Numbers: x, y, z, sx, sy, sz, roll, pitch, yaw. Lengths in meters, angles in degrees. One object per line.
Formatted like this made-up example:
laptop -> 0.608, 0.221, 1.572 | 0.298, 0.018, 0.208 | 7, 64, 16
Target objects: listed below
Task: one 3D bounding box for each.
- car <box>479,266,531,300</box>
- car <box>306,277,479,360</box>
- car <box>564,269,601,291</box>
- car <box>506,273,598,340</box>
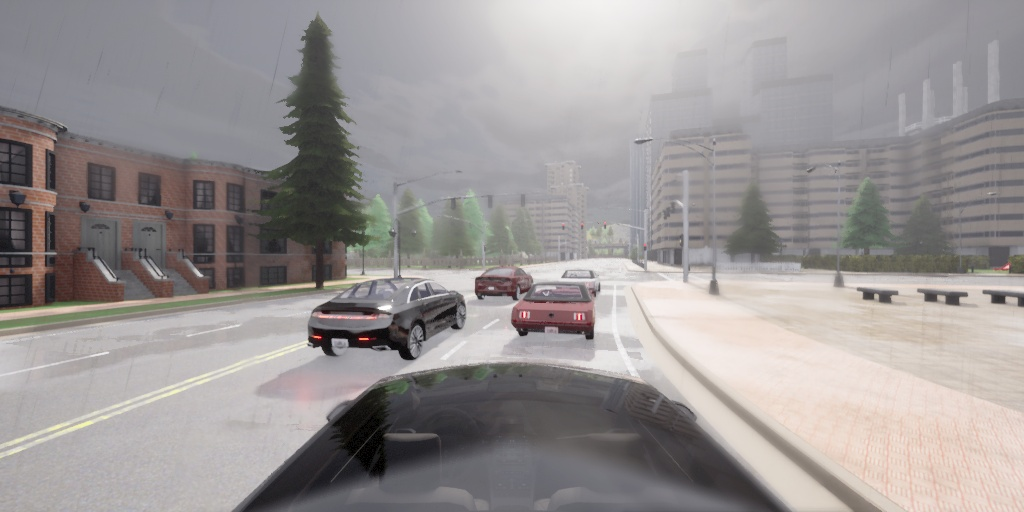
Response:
car -> -0.243, 1.223, 17.619 | 1.882, 1.535, 5.008 | 0, 0, 15
car -> -2.493, 1.240, 8.402 | 2.128, 1.511, 4.902 | 0, 0, 9
car -> 3.628, 1.346, 18.962 | 1.895, 1.301, 4.718 | 0, 0, 17
car -> 1.378, 1.349, 10.073 | 1.895, 1.301, 4.718 | 0, 0, 13
